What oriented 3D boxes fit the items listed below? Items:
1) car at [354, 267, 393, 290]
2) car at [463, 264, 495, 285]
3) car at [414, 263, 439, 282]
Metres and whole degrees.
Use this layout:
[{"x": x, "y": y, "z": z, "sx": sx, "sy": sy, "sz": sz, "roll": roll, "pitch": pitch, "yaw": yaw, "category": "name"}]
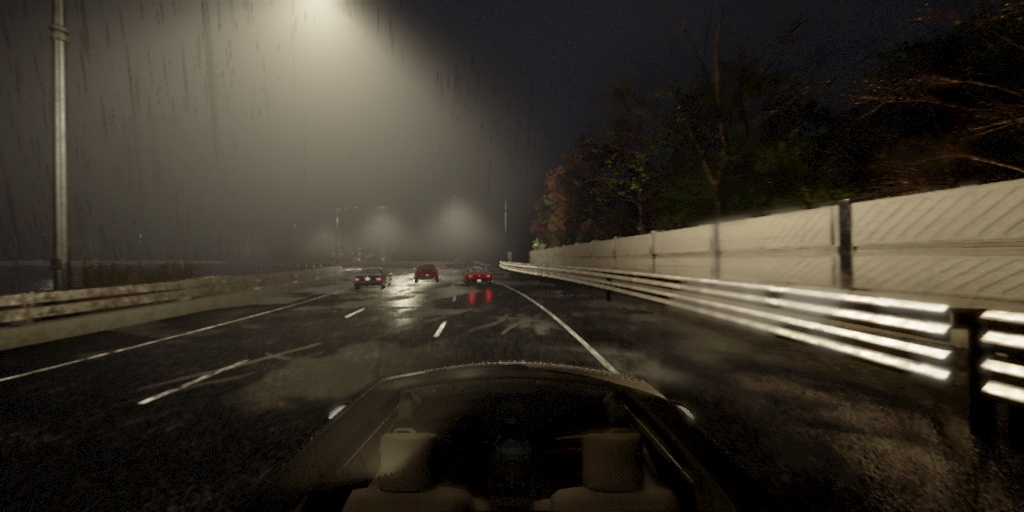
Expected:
[{"x": -9.322, "y": 1.469, "z": 24.326, "sx": 2.033, "sy": 1.411, "sz": 5.357, "roll": -1, "pitch": 0, "yaw": -12, "category": "car"}, {"x": -2.651, "y": 1.426, "z": 26.776, "sx": 1.895, "sy": 1.301, "sz": 4.718, "roll": -1, "pitch": 0, "yaw": -11, "category": "car"}, {"x": -7.378, "y": 1.379, "z": 30.848, "sx": 1.882, "sy": 1.535, "sz": 5.008, "roll": -1, "pitch": 0, "yaw": -15, "category": "car"}]
